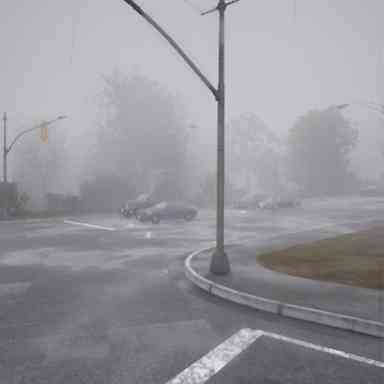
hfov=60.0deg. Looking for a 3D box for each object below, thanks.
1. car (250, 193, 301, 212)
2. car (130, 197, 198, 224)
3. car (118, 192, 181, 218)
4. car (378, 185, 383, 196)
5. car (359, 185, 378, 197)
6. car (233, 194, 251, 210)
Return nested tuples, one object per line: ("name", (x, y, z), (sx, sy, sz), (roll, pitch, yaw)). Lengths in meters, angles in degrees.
("car", (8.275, 0.987, 31.488), (4.902, 1.511, 2.128), (-3, 2, -36))
("car", (-1.699, 1.358, 23.567), (4.674, 1.442, 1.812), (-1, 1, -39))
("car", (-3.173, 1.008, 26.942), (5.566, 2.045, 2.150), (-1, 1, -41))
("car", (26.347, -0.265, 42.106), (4.553, 1.767, 2.097), (-4, 2, -26))
("car", (25.057, -0.177, 45.377), (5.008, 1.535, 1.882), (-3, 2, -25))
("car", (6.368, 0.964, 34.423), (4.892, 1.490, 1.837), (-5, 3, -35))
